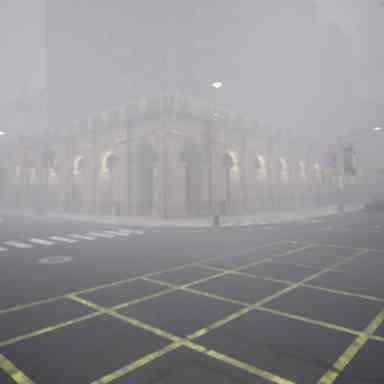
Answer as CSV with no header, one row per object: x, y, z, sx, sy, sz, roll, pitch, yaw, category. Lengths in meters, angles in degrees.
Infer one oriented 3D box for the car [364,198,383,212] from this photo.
19.487,1.334,34.611,1.895,1.301,4.718,-1,0,42,car
